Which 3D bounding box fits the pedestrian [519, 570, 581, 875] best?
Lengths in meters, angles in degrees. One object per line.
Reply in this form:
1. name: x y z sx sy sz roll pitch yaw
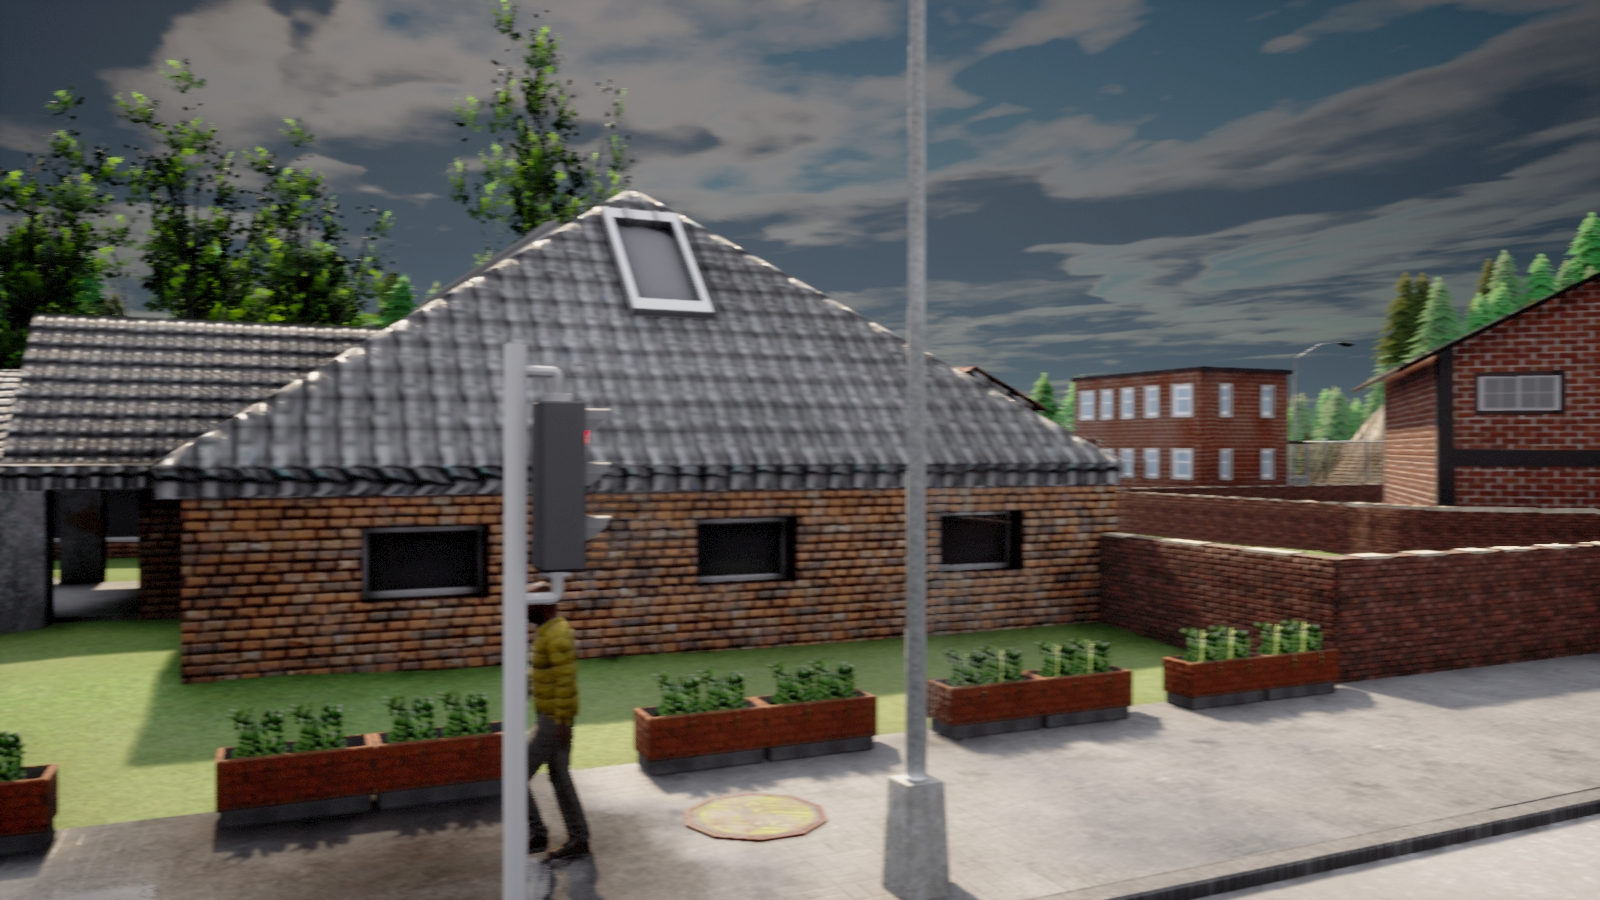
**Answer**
1. pedestrian: -1.612 1.728 7.373 0.375 1.860 0.375 0 0 -13
